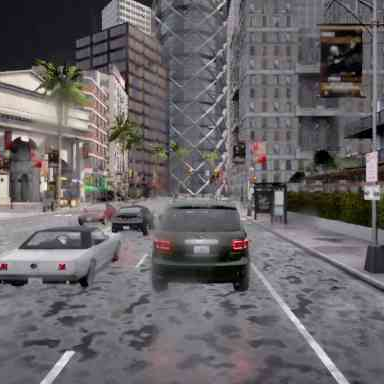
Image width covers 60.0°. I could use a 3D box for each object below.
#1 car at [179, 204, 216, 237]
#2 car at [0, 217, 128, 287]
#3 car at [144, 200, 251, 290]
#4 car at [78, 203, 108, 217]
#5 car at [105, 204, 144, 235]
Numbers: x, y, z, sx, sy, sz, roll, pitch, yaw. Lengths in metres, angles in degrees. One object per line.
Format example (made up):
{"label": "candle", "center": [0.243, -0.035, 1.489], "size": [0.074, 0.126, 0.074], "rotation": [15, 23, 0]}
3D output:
{"label": "car", "center": [0.300, 1.505, 19.048], "size": [1.837, 1.490, 4.892], "rotation": [0, 0, 1]}
{"label": "car", "center": [-3.293, 1.601, 9.267], "size": [1.895, 1.301, 4.718], "rotation": [0, 0, 0]}
{"label": "car", "center": [0.200, 1.221, 9.188], "size": [2.150, 2.045, 5.566], "rotation": [0, 0, 0]}
{"label": "car", "center": [-6.745, 1.533, 24.208], "size": [1.812, 1.442, 4.674], "rotation": [0, 0, 1]}
{"label": "car", "center": [-3.200, 1.505, 18.744], "size": [1.837, 1.490, 4.892], "rotation": [0, 0, 1]}
